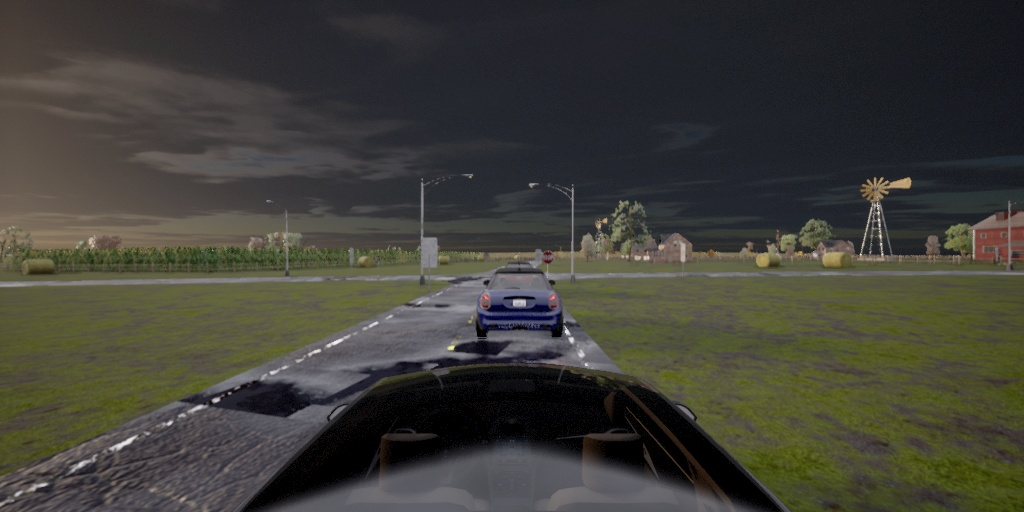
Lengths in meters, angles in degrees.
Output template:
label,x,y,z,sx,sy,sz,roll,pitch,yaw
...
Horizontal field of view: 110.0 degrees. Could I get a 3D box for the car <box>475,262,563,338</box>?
label,x,y,z,sx,sy,sz,roll,pitch,yaw
car,0.204,1.109,10.375,2.097,1.767,4.553,0,0,1
